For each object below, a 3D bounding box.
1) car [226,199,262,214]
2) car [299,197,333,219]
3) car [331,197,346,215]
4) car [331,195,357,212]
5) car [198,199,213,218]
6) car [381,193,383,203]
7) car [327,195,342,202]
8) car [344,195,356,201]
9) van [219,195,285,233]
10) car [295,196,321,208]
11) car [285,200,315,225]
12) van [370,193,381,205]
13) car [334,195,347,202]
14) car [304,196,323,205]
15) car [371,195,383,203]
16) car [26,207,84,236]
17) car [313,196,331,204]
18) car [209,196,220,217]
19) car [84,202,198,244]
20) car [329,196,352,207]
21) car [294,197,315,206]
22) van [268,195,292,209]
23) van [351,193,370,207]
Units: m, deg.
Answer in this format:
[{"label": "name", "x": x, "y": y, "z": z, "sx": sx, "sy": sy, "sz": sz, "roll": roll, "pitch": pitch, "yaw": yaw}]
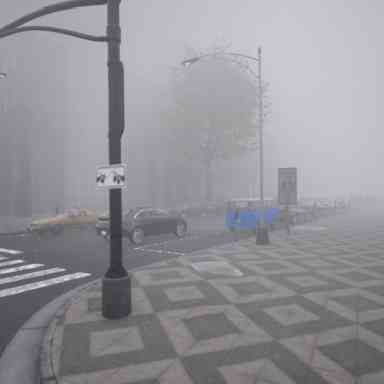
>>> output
[{"label": "car", "x": 5.708, "y": 1.528, "z": 36.133, "sx": 2.008, "sy": 1.369, "sz": 4.403, "roll": -1, "pitch": 0, "yaw": 36}, {"label": "car", "x": 9.744, "y": 1.385, "z": 27.149, "sx": 1.887, "sy": 1.381, "sz": 4.507, "roll": -1, "pitch": 0, "yaw": 36}, {"label": "car", "x": 12.907, "y": 1.408, "z": 31.544, "sx": 1.802, "sy": 1.307, "sz": 4.206, "roll": -1, "pitch": 0, "yaw": 36}, {"label": "car", "x": 16.068, "y": 1.363, "z": 35.937, "sx": 2.008, "sy": 1.369, "sz": 4.403, "roll": -1, "pitch": 0, "yaw": 36}, {"label": "car", "x": -0.471, "y": 1.551, "z": 27.547, "sx": 1.887, "sy": 1.381, "sz": 4.507, "roll": -1, "pitch": 0, "yaw": 36}, {"label": "car", "x": 31.977, "y": 1.274, "z": 58.044, "sx": 1.752, "sy": 1.417, "sz": 4.829, "roll": -1, "pitch": -1, "yaw": 36}, {"label": "car", "x": 30.011, "y": 1.432, "z": 69.904, "sx": 2.008, "sy": 1.369, "sz": 4.403, "roll": -1, "pitch": -1, "yaw": 36}, {"label": "car", "x": 39.551, "y": 1.401, "z": 83.161, "sx": 2.008, "sy": 1.369, "sz": 4.403, "roll": -1, "pitch": -1, "yaw": 36}, {"label": "van", "x": 3.418, "y": 1.212, "z": 18.363, "sx": 1.690, "sy": 1.788, "sz": 3.998, "roll": -1, "pitch": 0, "yaw": 36}, {"label": "car", "x": 15.988, "y": 1.386, "z": 45.694, "sx": 2.128, "sy": 1.511, "sz": 4.902, "roll": -1, "pitch": -1, "yaw": 36}, {"label": "car", "x": 6.583, "y": 1.422, "z": 22.755, "sx": 1.947, "sy": 1.339, "sz": 4.313, "roll": -1, "pitch": 0, "yaw": 36}, {"label": "van", "x": 28.713, "y": 1.102, "z": 53.514, "sx": 1.690, "sy": 1.788, "sz": 3.998, "roll": -1, "pitch": -1, "yaw": 36}, {"label": "car", "x": 33.191, "y": 1.415, "z": 74.323, "sx": 1.887, "sy": 1.381, "sz": 4.507, "roll": -1, "pitch": -1, "yaw": 36}, {"label": "car", "x": 21.055, "y": 1.440, "z": 57.460, "sx": 1.752, "sy": 1.417, "sz": 4.829, "roll": -1, "pitch": 0, "yaw": 36}, {"label": "car", "x": 35.040, "y": 1.304, "z": 62.300, "sx": 1.947, "sy": 1.339, "sz": 4.313, "roll": -1, "pitch": -1, "yaw": 36}, {"label": "car", "x": -6.755, "y": 1.564, "z": 18.825, "sx": 1.752, "sy": 1.417, "sz": 4.829, "roll": -1, "pitch": 0, "yaw": 36}, {"label": "car", "x": 24.244, "y": 1.453, "z": 61.891, "sx": 2.008, "sy": 1.369, "sz": 4.403, "roll": -1, "pitch": -1, "yaw": 36}, {"label": "car", "x": 2.616, "y": 1.307, "z": 31.842, "sx": 2.192, "sy": 1.841, "sz": 5.009, "roll": -1, "pitch": 0, "yaw": 36}, {"label": "car", "x": -2.139, "y": 1.429, "z": 15.371, "sx": 2.128, "sy": 1.511, "sz": 4.902, "roll": -1, "pitch": -1, "yaw": 36}, {"label": "car", "x": 21.830, "y": 1.375, "z": 48.675, "sx": 2.033, "sy": 1.411, "sz": 5.357, "roll": -1, "pitch": -1, "yaw": 36}, {"label": "car", "x": 18.065, "y": 1.492, "z": 53.304, "sx": 1.947, "sy": 1.339, "sz": 4.313, "roll": -1, "pitch": 0, "yaw": 36}, {"label": "van", "x": 11.884, "y": 1.292, "z": 44.720, "sx": 1.690, "sy": 1.788, "sz": 3.998, "roll": -1, "pitch": 0, "yaw": 36}, {"label": "van", "x": 22.389, "y": 1.127, "z": 44.726, "sx": 1.690, "sy": 1.788, "sz": 3.998, "roll": -1, "pitch": 0, "yaw": 36}]
